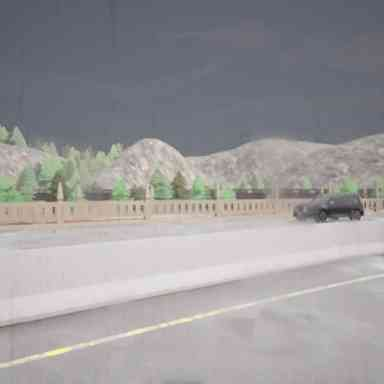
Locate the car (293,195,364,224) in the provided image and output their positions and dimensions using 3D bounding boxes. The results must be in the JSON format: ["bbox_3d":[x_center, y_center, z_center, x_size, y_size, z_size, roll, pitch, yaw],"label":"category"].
[{"bbox_3d":[10.314,1.224,25.001,5.566,2.045,2.150,0,0,-22],"label":"car"}]
